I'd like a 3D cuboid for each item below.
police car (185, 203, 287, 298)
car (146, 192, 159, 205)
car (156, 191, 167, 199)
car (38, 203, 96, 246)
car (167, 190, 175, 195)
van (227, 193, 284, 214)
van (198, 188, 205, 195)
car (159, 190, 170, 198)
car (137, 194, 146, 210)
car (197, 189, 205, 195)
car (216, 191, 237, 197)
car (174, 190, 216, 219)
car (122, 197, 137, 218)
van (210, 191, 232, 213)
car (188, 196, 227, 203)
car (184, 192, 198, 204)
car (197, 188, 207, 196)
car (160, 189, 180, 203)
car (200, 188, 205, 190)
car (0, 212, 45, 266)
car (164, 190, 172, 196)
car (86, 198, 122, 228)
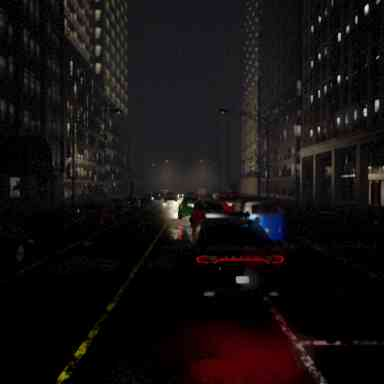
[{"bbox_3d":[0.880,1.292,8.402,1.930,1.638,5.238,0,1,0],"label":"police car"},{"bbox_3d":[-5.799,0.888,42.347,2.008,1.369,4.403,-1,1,0],"label":"car"},{"bbox_3d":[-5.854,0.563,65.078,1.802,1.307,4.206,-1,1,0],"label":"car"},{"bbox_3d":[-5.731,1.346,13.932,1.947,1.339,4.313,-1,1,0],"label":"car"},{"bbox_3d":[-5.922,0.100,93.493,1.947,1.339,4.313,-1,1,0],"label":"car"},{"bbox_3d":[2.648,1.121,13.949,1.690,1.788,3.998,-1,1,0],"label":"van"},{"bbox_3d":[2.470,-0.036,87.827,1.690,1.788,3.998,-1,1,0],"label":"van"},{"bbox_3d":[-5.868,0.332,70.759,1.967,1.590,4.097,-1,1,0],"label":"car"},{"bbox_3d":[-5.772,1.096,30.981,1.802,1.307,4.206,-1,1,0],"label":"car"},{"bbox_3d":[2.458,-0.027,93.511,1.967,1.590,4.097,-1,1,0],"label":"car"},{"bbox_3d":[2.620,0.918,25.314,2.192,1.841,5.009,-1,1,0],"label":"car"},{"bbox_3d":[0.324,0.969,24.385,2.097,1.767,4.553,0,1,8],"label":"car"},{"bbox_3d":[-5.759,1.154,25.298,2.008,1.369,4.403,-1,1,0],"label":"car"},{"bbox_3d":[2.607,0.855,30.997,1.690,1.788,3.998,-1,1,0],"label":"van"},{"bbox_3d":[0.856,1.190,18.292,1.882,1.535,5.008,0,1,0],"label":"car"},{"bbox_3d":[-0.088,0.803,46.166,1.812,1.442,4.674,0,1,0],"label":"car"},{"bbox_3d":[2.483,0.027,82.144,2.192,1.841,5.009,-1,1,0],"label":"car"},{"bbox_3d":[-3.145,0.707,49.170,1.882,1.535,5.008,0,1,0],"label":"car"},{"bbox_3d":[2.497,0.117,76.461,2.192,1.841,5.009,-1,1,0],"label":"car"},{"bbox_3d":[-5.717,1.420,8.249,2.008,1.369,4.403,-1,1,0],"label":"car"},{"bbox_3d":[-5.894,0.241,81.957,1.752,1.417,4.829,-1,1,0],"label":"car"},{"bbox_3d":[-5.745,1.237,19.615,1.887,1.381,4.507,-1,1,0],"label":"car"}]
